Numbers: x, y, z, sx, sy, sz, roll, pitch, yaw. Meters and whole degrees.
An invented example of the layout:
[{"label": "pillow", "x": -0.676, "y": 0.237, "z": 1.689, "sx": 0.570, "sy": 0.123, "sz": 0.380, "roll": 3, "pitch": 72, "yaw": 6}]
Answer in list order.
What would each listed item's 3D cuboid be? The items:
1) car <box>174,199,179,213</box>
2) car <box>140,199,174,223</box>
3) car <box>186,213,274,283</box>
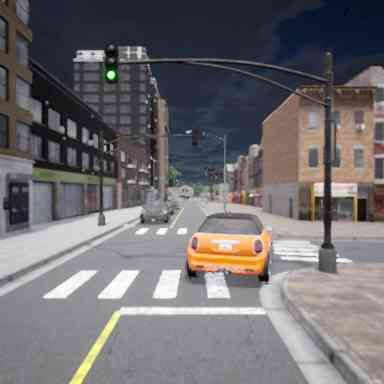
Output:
[{"label": "car", "x": -2.843, "y": 1.730, "z": 36.711, "sx": 2.033, "sy": 1.411, "sz": 5.357, "roll": 0, "pitch": -1, "yaw": 0}, {"label": "car", "x": -2.804, "y": 1.454, "z": 26.074, "sx": 2.097, "sy": 1.767, "sz": 4.553, "roll": 0, "pitch": 0, "yaw": -1}, {"label": "car", "x": 1.346, "y": 1.419, "z": 10.114, "sx": 2.097, "sy": 1.767, "sz": 4.553, "roll": 1, "pitch": -2, "yaw": 15}]
